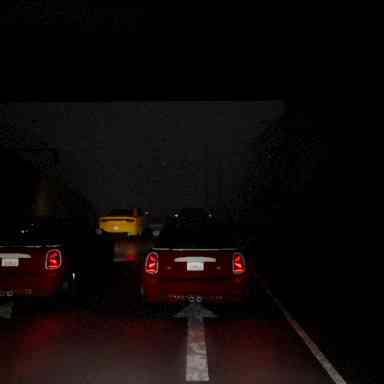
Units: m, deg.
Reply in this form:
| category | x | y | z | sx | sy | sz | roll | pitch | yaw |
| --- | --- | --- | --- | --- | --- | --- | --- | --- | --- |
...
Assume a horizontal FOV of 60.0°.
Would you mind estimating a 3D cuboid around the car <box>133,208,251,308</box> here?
| category | x | y | z | sx | sy | sz | roll | pitch | yaw |
| --- | --- | --- | --- | --- | --- | --- | --- | --- | --- |
| car | 0.067 | 1.352 | 8.092 | 2.097 | 1.767 | 4.553 | 0 | 0 | 0 |

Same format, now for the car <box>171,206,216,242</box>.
| category | x | y | z | sx | sy | sz | roll | pitch | yaw |
| --- | --- | --- | --- | --- | --- | --- | --- | --- | --- |
| car | 0.068 | 1.547 | 17.618 | 2.033 | 1.411 | 5.357 | 0 | 0 | 0 |

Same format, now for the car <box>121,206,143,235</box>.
| category | x | y | z | sx | sy | sz | roll | pitch | yaw |
| --- | --- | --- | --- | --- | --- | --- | --- | --- | --- |
| car | -3.433 | 1.478 | 17.508 | 1.882 | 1.535 | 5.008 | 0 | 0 | 0 |

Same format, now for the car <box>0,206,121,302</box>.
| category | x | y | z | sx | sy | sz | roll | pitch | yaw |
| --- | --- | --- | --- | --- | --- | --- | --- | --- | --- |
| car | -3.428 | 1.352 | 8.419 | 2.097 | 1.767 | 4.553 | 0 | 0 | 0 |
